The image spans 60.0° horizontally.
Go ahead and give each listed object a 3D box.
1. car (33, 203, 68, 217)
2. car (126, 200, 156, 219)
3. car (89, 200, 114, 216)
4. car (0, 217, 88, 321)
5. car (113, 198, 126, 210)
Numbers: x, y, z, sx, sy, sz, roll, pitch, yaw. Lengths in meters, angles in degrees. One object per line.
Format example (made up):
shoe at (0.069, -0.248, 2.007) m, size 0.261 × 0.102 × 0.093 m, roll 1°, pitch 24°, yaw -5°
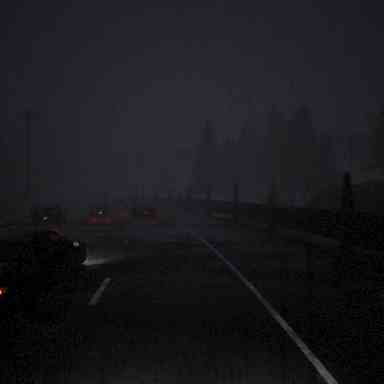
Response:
car at (-10.327, 1.530, 24.426) m, size 2.128 × 1.511 × 4.902 m, roll 0°, pitch 0°, yaw -14°
car at (-4.379, 1.502, 29.118) m, size 1.882 × 1.535 × 5.008 m, roll 0°, pitch 0°, yaw -16°
car at (-9.244, 1.640, 33.133) m, size 1.895 × 1.301 × 4.718 m, roll 0°, pitch 0°, yaw -18°
car at (-3.851, 1.561, 7.487) m, size 2.033 × 1.411 × 5.357 m, roll 0°, pitch 0°, yaw -4°
car at (-9.472, 1.548, 43.144) m, size 1.837 × 1.490 × 4.892 m, roll 0°, pitch 0°, yaw -23°
